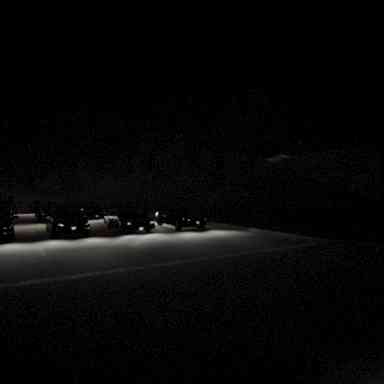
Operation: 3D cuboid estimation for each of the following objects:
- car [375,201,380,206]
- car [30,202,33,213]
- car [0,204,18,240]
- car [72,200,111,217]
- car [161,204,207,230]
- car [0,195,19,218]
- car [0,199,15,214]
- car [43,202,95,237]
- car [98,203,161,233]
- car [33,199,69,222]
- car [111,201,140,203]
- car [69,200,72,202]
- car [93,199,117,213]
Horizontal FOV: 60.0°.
[{"bbox_3d":[33.648,1.736,56.229,2.033,1.411,5.357,0,0,-13],"label":"car"},{"bbox_3d":[-17.509,1.621,38.259,1.837,1.490,4.892,0,0,-28],"label":"car"},{"bbox_3d":[-9.983,1.555,16.791,1.837,1.490,4.892,0,0,-28],"label":"car"},{"bbox_3d":[-9.185,1.640,30.101,2.033,1.411,5.357,0,0,-28],"label":"car"},{"bbox_3d":[-0.792,1.574,21.875,1.837,1.490,4.892,0,0,-28],"label":"car"},{"bbox_3d":[-15.046,1.299,26.219,2.150,2.045,5.566,0,0,-28],"label":"car"},{"bbox_3d":[-21.410,1.591,38.147,1.882,1.535,5.008,0,0,-28],"label":"car"},{"bbox_3d":[-7.006,1.562,18.648,1.837,1.490,4.892,0,0,-28],"label":"car"},{"bbox_3d":[-4.010,1.611,20.463,2.033,1.411,5.357,0,0,-28],"label":"car"},{"bbox_3d":[-11.766,1.561,27.515,1.882,1.535,5.008,0,0,-29],"label":"car"},{"bbox_3d":[-5.513,1.588,30.667,2.128,1.511,4.902,0,0,-28],"label":"car"},{"bbox_3d":[-14.659,1.686,40.355,1.994,1.385,4.181,0,0,-28],"label":"car"},{"bbox_3d":[-10.550,1.649,40.082,1.812,1.442,4.674,0,0,-28],"label":"car"}]
